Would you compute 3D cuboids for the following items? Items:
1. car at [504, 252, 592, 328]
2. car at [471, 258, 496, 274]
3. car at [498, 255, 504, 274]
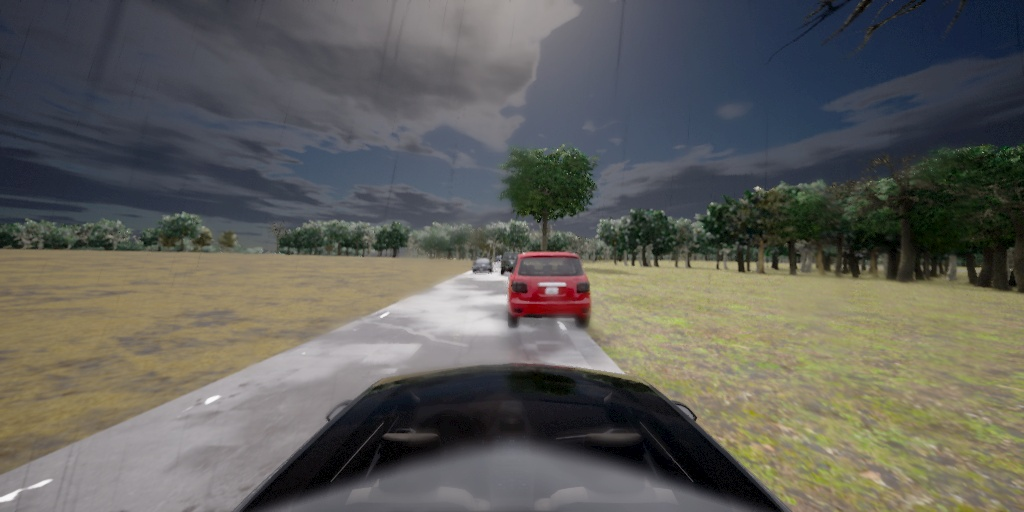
[{"bbox_3d":[0.956,0.893,11.175,2.150,2.045,5.566,0,1,0],"label":"car"},{"bbox_3d":[-2.852,0.956,35.672,1.812,1.442,4.674,0,0,0],"label":"car"},{"bbox_3d":[0.045,0.657,35.381,2.150,2.045,5.566,0,1,1],"label":"car"}]
